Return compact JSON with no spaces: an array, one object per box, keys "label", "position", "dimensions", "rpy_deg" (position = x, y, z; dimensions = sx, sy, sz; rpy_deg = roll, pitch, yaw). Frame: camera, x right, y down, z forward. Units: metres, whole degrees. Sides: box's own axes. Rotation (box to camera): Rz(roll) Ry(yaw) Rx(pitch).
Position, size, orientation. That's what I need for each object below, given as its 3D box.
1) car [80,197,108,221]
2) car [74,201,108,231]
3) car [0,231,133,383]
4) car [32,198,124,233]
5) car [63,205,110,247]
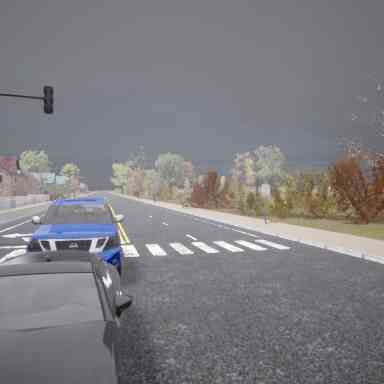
[{"label":"car","position":[-8.077,1.337,27.595],"dimensions":[2.097,1.767,4.553],"rpy_deg":[0,0,-15]},{"label":"car","position":[-6.535,1.467,21.856],"dimensions":[1.882,1.535,5.008],"rpy_deg":[0,0,-15]},{"label":"car","position":[-1.729,1.524,3.934],"dimensions":[1.812,1.442,4.674],"rpy_deg":[0,0,-13]},{"label":"car","position":[-3.348,1.218,10.028],"dimensions":[2.150,2.045,5.566],"rpy_deg":[0,0,-15]},{"label":"car","position":[-4.986,1.498,16.106],"dimensions":[1.837,1.490,4.892],"rpy_deg":[0,0,-15]}]
